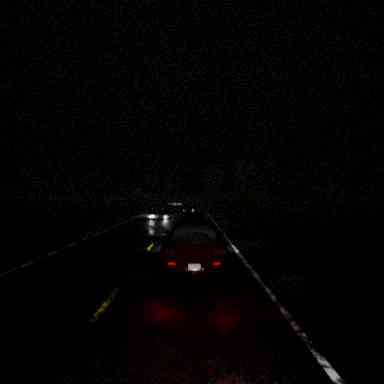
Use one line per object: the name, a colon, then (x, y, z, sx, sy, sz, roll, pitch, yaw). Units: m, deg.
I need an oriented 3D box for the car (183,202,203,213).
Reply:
car: (0.093, 1.688, 31.442, 2.033, 1.411, 5.357, 0, 0, 0)

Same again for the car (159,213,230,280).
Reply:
car: (0.071, 1.569, 9.951, 1.812, 1.442, 4.674, 0, 0, 0)

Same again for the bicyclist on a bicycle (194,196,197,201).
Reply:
bicyclist on a bicycle: (0.953, 1.889, 95.500, 0.866, 1.612, 1.509, 0, 0, 0)

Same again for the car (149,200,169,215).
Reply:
car: (-3.599, 1.672, 37.058, 1.837, 1.490, 4.892, 0, 0, 0)

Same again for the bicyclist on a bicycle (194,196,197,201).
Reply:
bicyclist on a bicycle: (0.953, 1.844, 86.500, 0.866, 1.612, 1.509, 0, 0, 0)
